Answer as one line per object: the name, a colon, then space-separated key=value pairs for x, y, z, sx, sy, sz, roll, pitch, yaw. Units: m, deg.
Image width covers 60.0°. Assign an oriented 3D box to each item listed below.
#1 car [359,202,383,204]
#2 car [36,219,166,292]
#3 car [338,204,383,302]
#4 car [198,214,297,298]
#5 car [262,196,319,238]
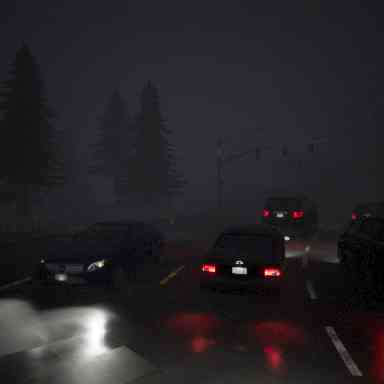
car: x=10.568 y=1.353 z=19.319 sx=2.097 sy=1.767 sz=4.553 roll=0 pitch=0 yaw=34
car: x=-2.130 y=1.522 z=9.210 sx=1.812 sy=1.442 sz=4.674 roll=0 pitch=0 yaw=15
car: x=5.068 y=1.352 z=8.175 sx=2.097 sy=1.767 sz=4.553 roll=0 pitch=0 yaw=13
car: x=1.544 y=1.546 z=8.773 sx=2.033 sy=1.411 sz=5.357 roll=0 pitch=0 yaw=15
car: x=5.480 y=1.219 z=18.222 sx=2.150 sy=2.045 sz=5.566 roll=0 pitch=0 yaw=28
